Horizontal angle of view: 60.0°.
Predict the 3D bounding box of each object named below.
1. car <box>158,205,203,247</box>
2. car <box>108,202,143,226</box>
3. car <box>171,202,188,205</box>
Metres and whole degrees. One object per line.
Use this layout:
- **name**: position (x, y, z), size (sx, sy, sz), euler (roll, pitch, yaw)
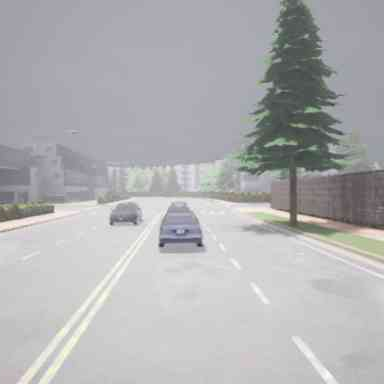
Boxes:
- **car**: position (-0.516, 1.514, 14.893), size (2.033, 1.411, 5.357), euler (0, 0, -2)
- **car**: position (-4.560, 1.479, 23.389), size (1.837, 1.490, 4.892), euler (0, 0, -2)
- **car**: position (-1.043, 1.488, 26.820), size (2.033, 1.411, 5.357), euler (0, 0, -3)
